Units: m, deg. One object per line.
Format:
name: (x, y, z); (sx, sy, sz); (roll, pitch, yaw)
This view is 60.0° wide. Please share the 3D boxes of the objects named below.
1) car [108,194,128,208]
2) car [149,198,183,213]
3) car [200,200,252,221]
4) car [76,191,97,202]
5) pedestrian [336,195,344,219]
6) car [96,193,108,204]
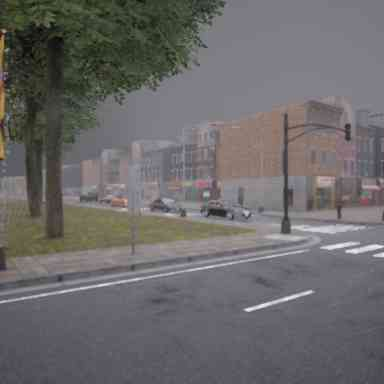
car: (-8.409, 1.086, 41.847); (2.097, 1.767, 4.553); (0, 0, -35)
car: (-2.701, 1.332, 33.814); (1.812, 1.442, 4.674); (0, 1, -36)
car: (2.614, 1.382, 26.347); (2.128, 1.511, 4.902); (0, 1, -35)
car: (-19.143, 0.859, 61.984); (2.150, 2.045, 5.566); (0, 0, -35)
pedestrian: (10.952, 1.089, 24.743); (0.375, 1.860, 0.375); (1, 0, -35)
car: (-13.433, 1.192, 53.968); (1.812, 1.442, 4.674); (0, 0, -35)
